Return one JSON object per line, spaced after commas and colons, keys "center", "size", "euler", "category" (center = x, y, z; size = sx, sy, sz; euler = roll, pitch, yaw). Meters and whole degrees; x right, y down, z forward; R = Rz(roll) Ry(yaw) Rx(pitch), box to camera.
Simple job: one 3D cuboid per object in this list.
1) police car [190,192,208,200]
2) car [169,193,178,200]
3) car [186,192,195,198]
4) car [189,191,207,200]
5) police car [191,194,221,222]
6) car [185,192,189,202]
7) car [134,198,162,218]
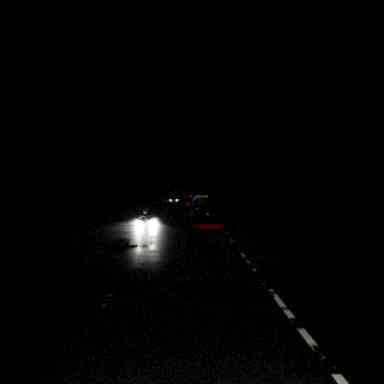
{"center": [1.051, 1.150, 34.876], "size": [1.930, 1.638, 5.238], "euler": [0, 1, 0], "category": "police car"}
{"center": [-3.748, 0.841, 69.096], "size": [2.033, 1.411, 5.357], "euler": [0, 1, -1], "category": "car"}
{"center": [-0.328, 0.651, 75.874], "size": [2.033, 1.411, 5.357], "euler": [0, 1, -1], "category": "car"}
{"center": [1.029, 0.885, 40.796], "size": [2.150, 2.045, 5.566], "euler": [0, 1, 0], "category": "car"}
{"center": [1.068, 1.245, 24.870], "size": [1.930, 1.638, 5.238], "euler": [0, 0, 0], "category": "police car"}
{"center": [-0.142, 0.932, 58.888], "size": [2.128, 1.511, 4.902], "euler": [0, 1, -1], "category": "car"}
{"center": [-3.585, 1.285, 27.814], "size": [2.128, 1.511, 4.902], "euler": [0, 1, 0], "category": "car"}
